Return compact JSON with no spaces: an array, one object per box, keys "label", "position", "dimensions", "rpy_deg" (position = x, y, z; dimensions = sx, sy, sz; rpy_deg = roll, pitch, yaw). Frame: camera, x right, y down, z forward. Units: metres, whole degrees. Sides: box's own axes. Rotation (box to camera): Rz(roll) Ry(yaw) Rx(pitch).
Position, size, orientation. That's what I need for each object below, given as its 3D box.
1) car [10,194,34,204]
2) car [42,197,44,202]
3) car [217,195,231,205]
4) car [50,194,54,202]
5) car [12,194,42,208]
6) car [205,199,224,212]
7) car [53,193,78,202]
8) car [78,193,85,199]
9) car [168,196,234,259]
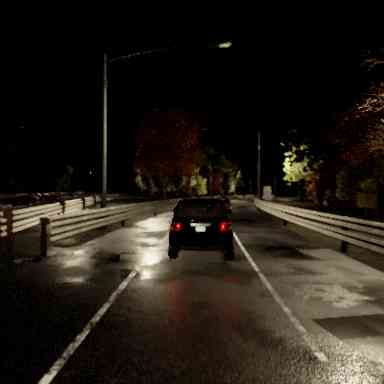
[{"label":"car","position":[-26.098,1.027,51.240],"dimensions":[2.128,1.511,4.902],"rpy_deg":[0,0,-11]},{"label":"car","position":[-27.583,1.059,58.521],"dimensions":[1.994,1.385,4.181],"rpy_deg":[0,0,-11]},{"label":"car","position":[5.897,1.411,60.211],"dimensions":[2.097,1.767,4.553],"rpy_deg":[0,0,12]},{"label":"car","position":[-24.231,1.057,59.943],"dimensions":[2.033,1.411,5.357],"rpy_deg":[0,0,-11]},{"label":"car","position":[-20.654,1.092,41.336],"dimensions":[1.882,1.535,5.008],"rpy_deg":[0,0,-11]},{"label":"car","position":[2.818,1.596,40.877],"dimensions":[2.033,1.411,5.357],"rpy_deg":[0,0,8]},{"label":"car","position":[-18.551,1.155,49.020],"dimensions":[1.994,1.385,4.181],"rpy_deg":[0,0,-11]},{"label":"car","position":[-20.824,0.879,60.481],"dimensions":[2.097,1.767,4.553],"rpy_deg":[0,0,-11]},{"label":"car","position":[0.386,1.238,12.854],"dimensions":[2.150,2.045,5.566],"rpy_deg":[0,0,3]}]
